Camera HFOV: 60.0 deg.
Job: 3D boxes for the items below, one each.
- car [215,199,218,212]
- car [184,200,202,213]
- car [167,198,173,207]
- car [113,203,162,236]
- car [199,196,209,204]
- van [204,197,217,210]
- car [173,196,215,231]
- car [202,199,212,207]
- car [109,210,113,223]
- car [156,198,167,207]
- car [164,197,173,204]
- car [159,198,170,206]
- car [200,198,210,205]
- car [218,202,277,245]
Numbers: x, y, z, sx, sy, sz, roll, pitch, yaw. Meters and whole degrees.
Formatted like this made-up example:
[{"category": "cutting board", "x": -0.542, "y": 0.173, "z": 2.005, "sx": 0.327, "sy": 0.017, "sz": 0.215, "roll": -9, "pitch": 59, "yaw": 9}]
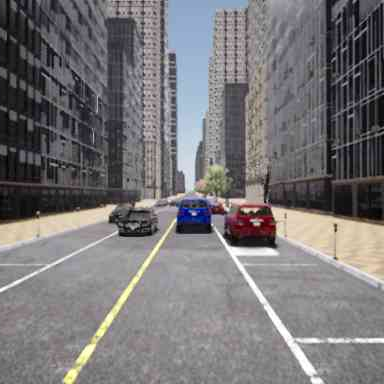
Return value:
[{"category": "car", "x": 2.745, "y": 1.831, "z": 39.103, "sx": 1.887, "sy": 1.381, "sz": 4.507, "roll": 0, "pitch": 0, "yaw": 0}, {"category": "car", "x": 0.155, "y": 1.796, "z": 41.991, "sx": 2.128, "sy": 1.511, "sz": 4.902, "roll": 0, "pitch": 0, "yaw": 0}, {"category": "car", "x": -2.967, "y": 1.976, "z": 60.030, "sx": 1.994, "sy": 1.385, "sz": 4.181, "roll": 0, "pitch": 0, "yaw": 1}, {"category": "car", "x": -3.072, "y": 1.659, "z": 19.734, "sx": 1.837, "sy": 1.490, "sz": 4.892, "roll": 0, "pitch": 0, "yaw": 0}, {"category": "car", "x": 2.799, "y": 1.829, "z": 78.984, "sx": 2.192, "sy": 1.841, "sz": 5.009, "roll": 0, "pitch": 0, "yaw": 0}, {"category": "van", "x": 2.761, "y": 1.697, "z": 50.497, "sx": 1.690, "sy": 1.788, "sz": 3.998, "roll": 0, "pitch": 0, "yaw": 0}, {"category": "car", "x": 0.128, "y": 1.394, "z": 22.128, "sx": 2.150, "sy": 2.045, "sz": 5.566, "roll": 0, "pitch": 0, "yaw": 0}, {"category": "car", "x": 2.775, "y": 2.004, "z": 61.893, "sx": 1.802, "sy": 1.307, "sz": 4.206, "roll": 0, "pitch": 0, "yaw": 0}, {"category": "car", "x": -5.652, "y": 1.776, "z": 27.720, "sx": 1.947, "sy": 1.339, "sz": 4.313, "roll": 0, "pitch": 0, "yaw": 0}, {"category": "car", "x": -5.605, "y": 1.973, "z": 61.904, "sx": 2.008, "sy": 1.369, "sz": 4.403, "roll": 0, "pitch": 0, "yaw": 0}, {"category": "car", "x": -5.582, "y": 2.039, "z": 78.825, "sx": 1.752, "sy": 1.417, "sz": 4.829, "roll": 0, "pitch": 0, "yaw": 0}, {"category": "car", "x": -5.597, "y": 2.020, "z": 67.600, "sx": 1.947, "sy": 1.339, "sz": 4.313, "roll": 0, "pitch": 0, "yaw": 0}, {"category": "car", "x": 2.791, "y": 2.051, "z": 73.287, "sx": 1.947, "sy": 1.339, "sz": 4.313, "roll": 0, "pitch": 0, "yaw": 0}, {"category": "car", "x": 2.714, "y": 1.444, "z": 16.313, "sx": 2.192, "sy": 1.841, "sz": 5.009, "roll": 0, "pitch": 0, "yaw": 0}]
